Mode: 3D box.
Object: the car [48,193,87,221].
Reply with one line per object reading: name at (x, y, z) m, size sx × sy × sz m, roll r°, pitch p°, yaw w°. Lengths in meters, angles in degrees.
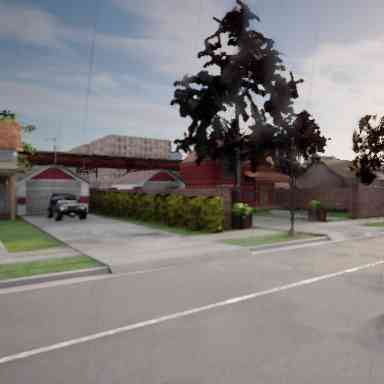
car at (-8.827, 1.010, 23.321) m, size 1.905 × 1.878 × 3.866 m, roll 0°, pitch 0°, yaw -35°
